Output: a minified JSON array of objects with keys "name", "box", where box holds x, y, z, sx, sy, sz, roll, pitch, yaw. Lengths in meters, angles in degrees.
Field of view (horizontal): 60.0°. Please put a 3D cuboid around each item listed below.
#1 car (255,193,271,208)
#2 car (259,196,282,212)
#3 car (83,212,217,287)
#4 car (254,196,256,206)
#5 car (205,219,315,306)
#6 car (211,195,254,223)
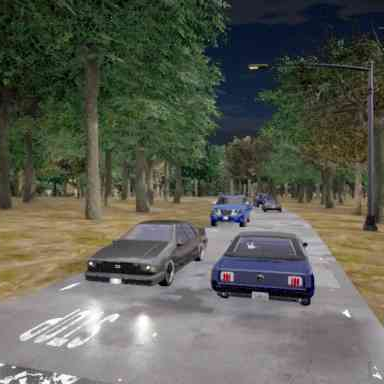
[{"name":"car","box":[10.122,1.141,47.725,2.150,2.045,5.566,0,0,3]},{"name":"car","box":[9.019,1.534,37.776,1.994,1.385,4.181,0,0,8]},{"name":"car","box":[-0.914,1.551,9.786,2.033,1.411,5.357,0,0,16]},{"name":"car","box":[6.454,1.503,41.324,2.033,1.411,5.357,0,0,8]},{"name":"car","box":[1.858,1.603,8.168,1.895,1.301,4.718,0,0,16]},{"name":"car","box":[2.746,1.228,22.852,2.150,2.045,5.566,0,0,15]}]
